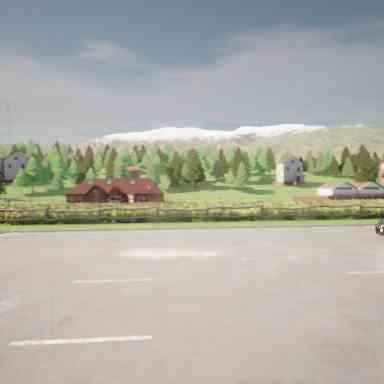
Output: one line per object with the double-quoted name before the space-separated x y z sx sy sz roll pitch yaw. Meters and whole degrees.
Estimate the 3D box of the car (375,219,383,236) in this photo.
"car" 10.911 1.438 15.118 4.892 1.490 1.837 -1 0 -5
